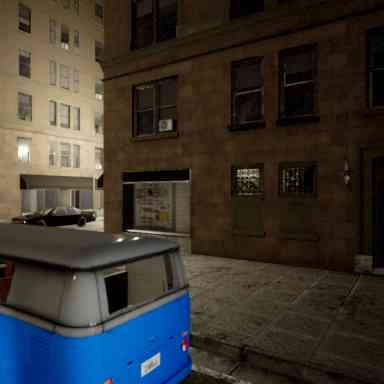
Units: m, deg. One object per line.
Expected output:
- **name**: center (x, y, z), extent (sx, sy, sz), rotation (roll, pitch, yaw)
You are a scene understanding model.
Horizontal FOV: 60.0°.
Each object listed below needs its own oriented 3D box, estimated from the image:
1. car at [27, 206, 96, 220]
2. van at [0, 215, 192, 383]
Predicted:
- **car**: center (-8.745, 1.624, 21.474), extent (2.033, 1.411, 5.357), rotation (0, 0, 33)
- **van**: center (-1.925, 1.341, 4.060), extent (3.998, 1.788, 1.690), rotation (0, 0, 33)
